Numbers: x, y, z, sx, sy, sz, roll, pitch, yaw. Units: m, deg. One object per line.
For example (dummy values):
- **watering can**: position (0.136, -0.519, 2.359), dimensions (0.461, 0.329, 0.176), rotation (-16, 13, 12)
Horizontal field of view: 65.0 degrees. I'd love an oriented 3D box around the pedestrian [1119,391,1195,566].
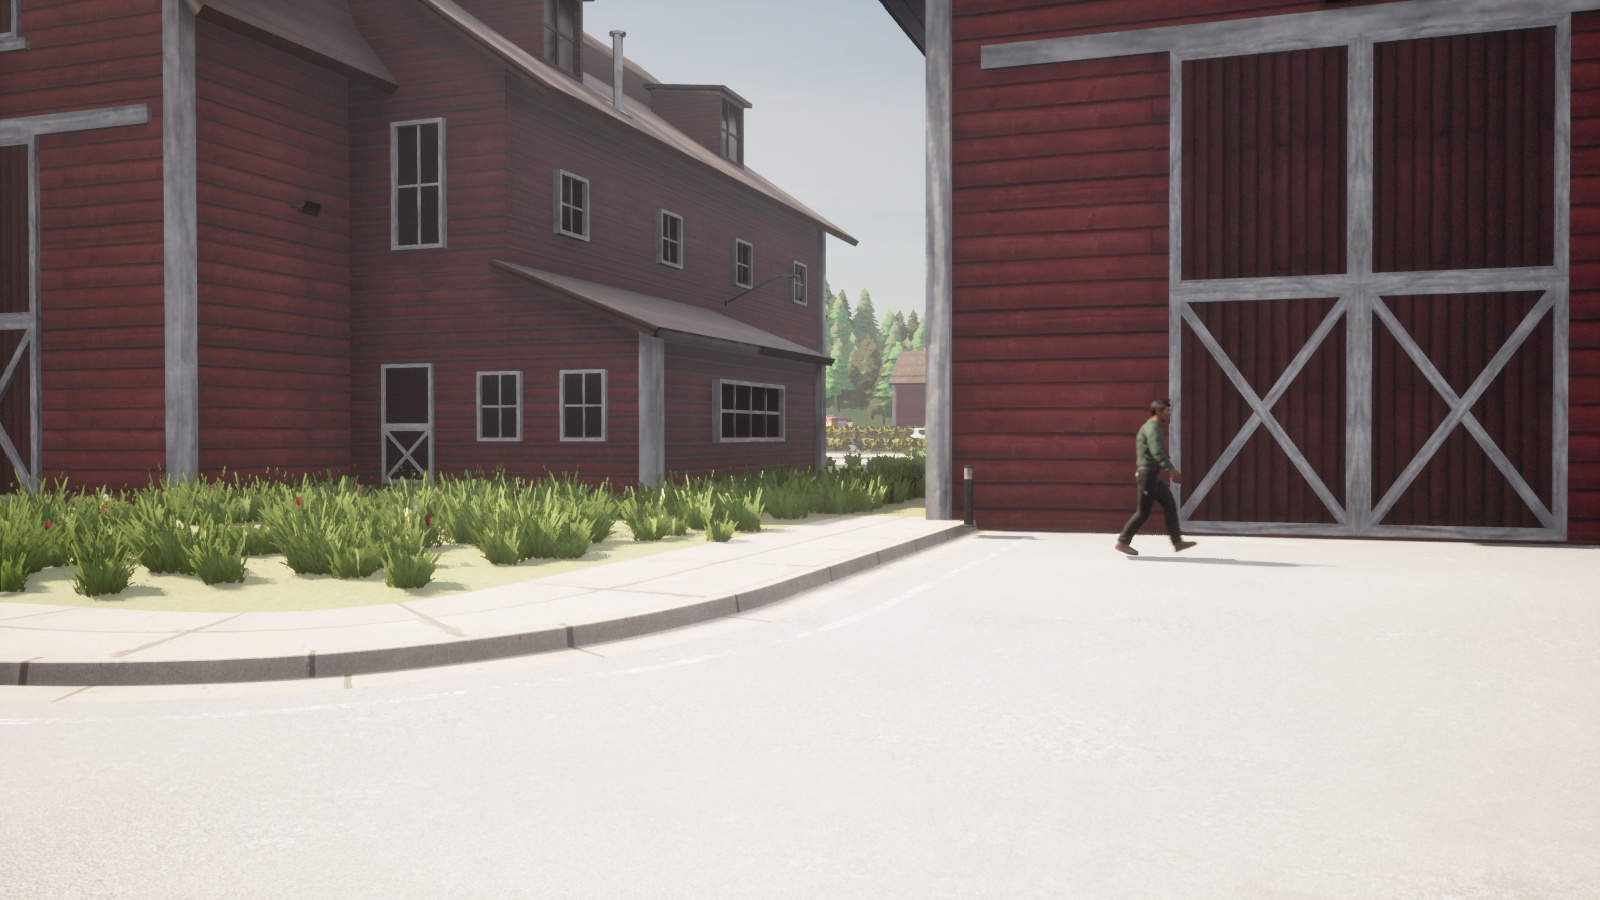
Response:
- **pedestrian**: position (4.070, 0.308, 14.317), dimensions (0.788, 1.949, 0.423), rotation (1, 1, 19)
